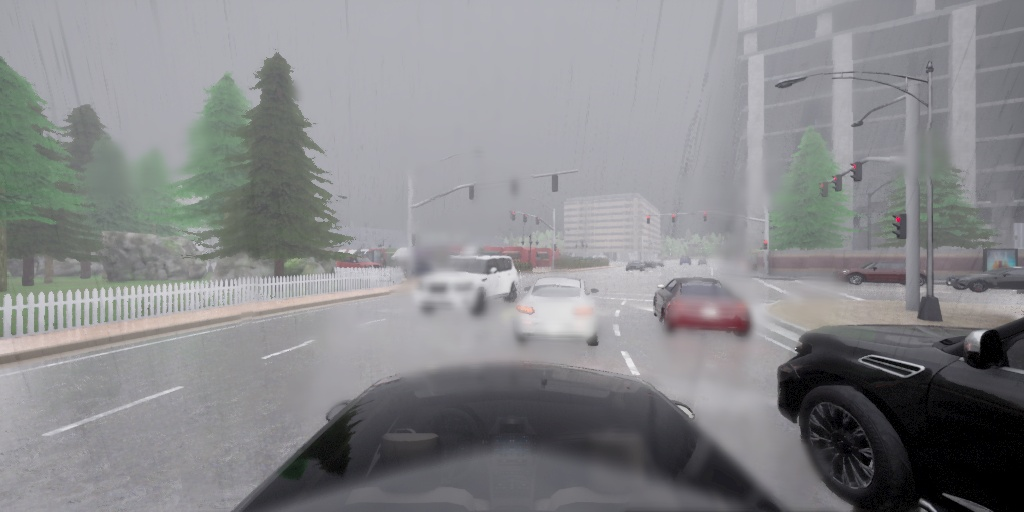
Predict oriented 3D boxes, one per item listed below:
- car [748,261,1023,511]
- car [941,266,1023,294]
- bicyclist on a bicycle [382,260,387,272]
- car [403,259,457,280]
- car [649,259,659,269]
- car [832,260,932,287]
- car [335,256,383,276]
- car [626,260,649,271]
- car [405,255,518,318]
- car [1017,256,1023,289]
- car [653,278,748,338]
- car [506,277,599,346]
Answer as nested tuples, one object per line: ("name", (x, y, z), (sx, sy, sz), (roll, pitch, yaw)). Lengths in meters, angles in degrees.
("car", (3.737, 0.971, 1.190), (2.150, 2.045, 5.566), (0, 0, 0))
("car", (28.002, 1.331, 20.154), (4.674, 1.442, 1.812), (0, 0, 29))
("bicyclist on a bicycle", (-15.735, 1.258, 44.274), (0.582, 1.620, 1.656), (0, 0, -23))
("car", (-7.321, 1.157, 31.939), (4.553, 1.767, 2.097), (0, 0, 30))
("car", (21.459, 1.351, 56.566), (1.895, 1.301, 4.718), (0, 0, 29))
("car", (25.914, 1.157, 25.388), (4.553, 1.767, 2.097), (0, 0, 30))
("car", (-15.663, 1.027, 36.674), (5.566, 2.045, 2.150), (0, 0, 30))
("car", (16.479, 1.314, 47.666), (1.994, 1.385, 4.181), (0, 0, 29))
("car", (-1.418, 0.972, 13.558), (2.150, 2.045, 5.566), (0, 0, 19))
("car", (34.251, 1.027, 20.657), (5.566, 2.045, 2.150), (0, 0, 30))
("car", (5.296, 1.314, 10.419), (1.994, 1.385, 4.181), (0, 0, 17))
("car", (1.275, 1.276, 9.412), (1.812, 1.442, 4.674), (0, 0, 11))
